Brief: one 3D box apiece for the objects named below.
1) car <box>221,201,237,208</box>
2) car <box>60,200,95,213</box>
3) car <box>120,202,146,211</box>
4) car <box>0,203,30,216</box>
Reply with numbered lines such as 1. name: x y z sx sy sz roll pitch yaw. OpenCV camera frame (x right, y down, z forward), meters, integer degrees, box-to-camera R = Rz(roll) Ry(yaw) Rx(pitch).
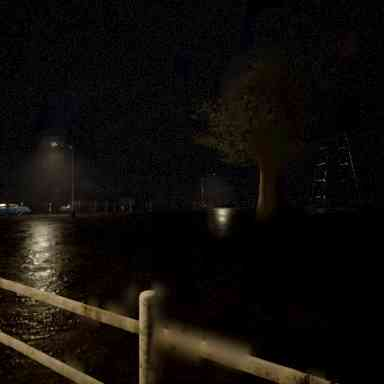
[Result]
1. car: 7.734 2.626 69.478 1.994 1.385 4.181 -2 -2 36
2. car: -15.129 1.911 44.015 2.097 1.767 4.553 -2 -2 36
3. car: -9.191 2.258 52.255 1.812 1.442 4.674 -2 -2 36
4. car: -20.669 1.950 36.309 2.033 1.411 5.357 -2 -2 35
